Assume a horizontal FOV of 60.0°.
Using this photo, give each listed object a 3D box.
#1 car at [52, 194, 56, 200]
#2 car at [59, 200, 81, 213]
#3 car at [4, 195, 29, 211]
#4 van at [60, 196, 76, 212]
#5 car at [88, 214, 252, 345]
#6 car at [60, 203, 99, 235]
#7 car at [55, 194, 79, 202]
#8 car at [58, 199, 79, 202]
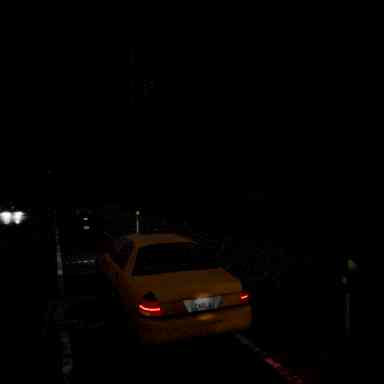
[{"bbox_3d":[-31.731,1.464,79.499,1.967,1.590,4.097,0,0,-24],"label":"car"},{"bbox_3d":[-8.244,1.550,23.785,2.008,1.369,4.403,0,0,-23],"label":"car"},{"bbox_3d":[-21.474,1.520,40.336,2.128,1.511,4.902,0,0,-23],"label":"car"},{"bbox_3d":[-14.609,1.340,39.085,1.690,1.788,3.998,0,0,-23],"label":"van"},{"bbox_3d":[-0.841,1.457,6.750,1.801,1.575,5.366,0,0,-23],"label":"car"},{"bbox_3d":[-6.122,1.550,18.686,2.008,1.369,4.403,0,0,-23],"label":"car"},{"bbox_3d":[-12.487,1.314,33.986,2.192,1.841,5.009,0,0,-23],"label":"car"},{"bbox_3d":[-10.365,1.565,28.885,1.947,1.339,4.313,0,0,-23],"label":"car"}]
